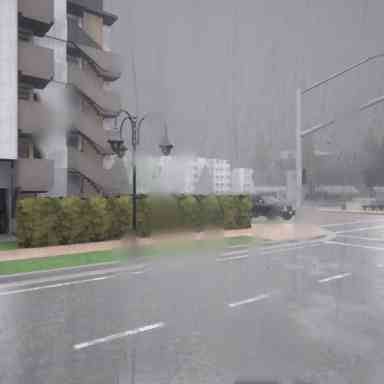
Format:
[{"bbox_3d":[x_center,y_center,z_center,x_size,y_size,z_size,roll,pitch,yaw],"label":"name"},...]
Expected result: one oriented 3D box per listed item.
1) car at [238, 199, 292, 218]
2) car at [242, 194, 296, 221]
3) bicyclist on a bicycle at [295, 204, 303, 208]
[{"bbox_3d":[6.845,1.477,31.621,1.882,1.535,5.008,0,0,-37],"label":"car"},{"bbox_3d":[5.740,1.221,27.303,2.150,2.045,5.566,0,0,-38],"label":"car"},{"bbox_3d":[13.385,1.300,41.654,1.656,1.620,0.582,0,0,-39],"label":"bicyclist on a bicycle"}]
